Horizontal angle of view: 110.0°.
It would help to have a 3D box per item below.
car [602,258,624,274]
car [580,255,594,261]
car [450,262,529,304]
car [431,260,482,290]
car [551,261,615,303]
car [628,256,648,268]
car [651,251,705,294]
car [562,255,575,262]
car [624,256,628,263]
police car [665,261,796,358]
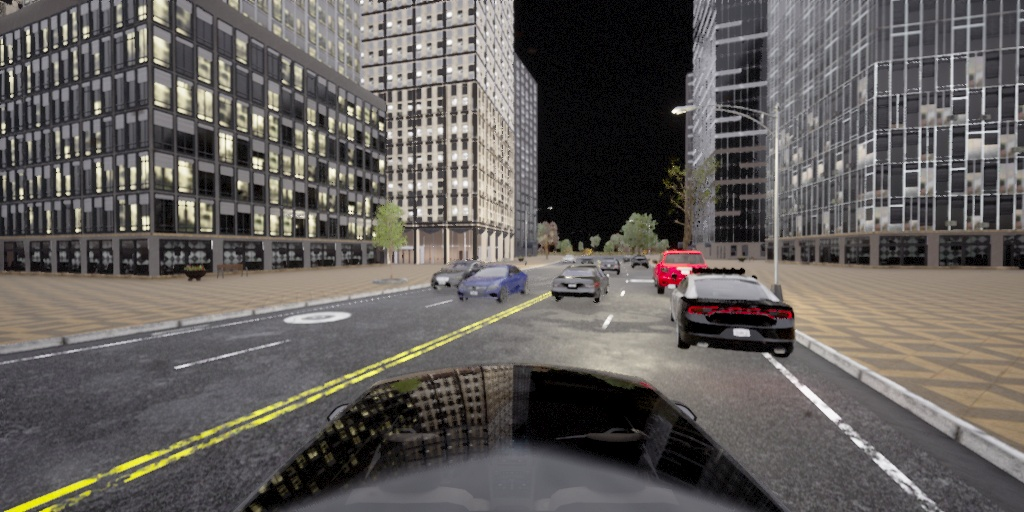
[{"bbox_3d":[9.167,0.881,33.537,2.033,1.411,5.357,0,1,17],"label":"car"},{"bbox_3d":[11.363,0.627,54.041,2.033,1.411,5.357,0,1,14],"label":"car"},{"bbox_3d":[-0.620,1.098,15.567,1.812,1.442,4.674,0,1,20],"label":"car"},{"bbox_3d":[-2.575,1.013,19.686,2.128,1.511,4.902,0,1,20],"label":"car"},{"bbox_3d":[3.112,1.115,15.668,2.033,1.411,5.357,0,1,20],"label":"car"},{"bbox_3d":[15.565,0.704,43.886,1.837,1.490,4.892,0,1,16],"label":"car"},{"bbox_3d":[8.380,0.757,18.027,2.150,2.045,5.566,0,1,20],"label":"car"},{"bbox_3d":[9.510,0.535,60.077,1.812,1.442,4.674,0,1,14],"label":"car"},{"bbox_3d":[20.041,0.582,61.588,1.895,1.301,4.718,0,1,12],"label":"car"},{"bbox_3d":[4.878,1.082,8.578,1.930,1.638,5.238,0,1,21],"label":"police car"}]
